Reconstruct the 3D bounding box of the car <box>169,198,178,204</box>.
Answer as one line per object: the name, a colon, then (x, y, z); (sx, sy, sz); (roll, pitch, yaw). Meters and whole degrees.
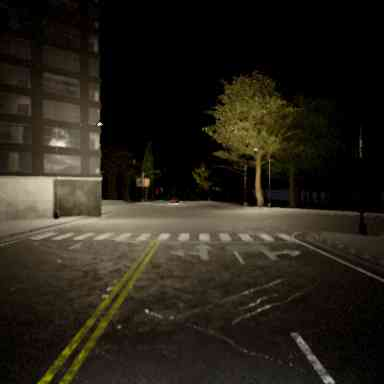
car: (-4.190, 2.062, 78.588); (1.812, 1.442, 4.674); (0, -1, -2)
